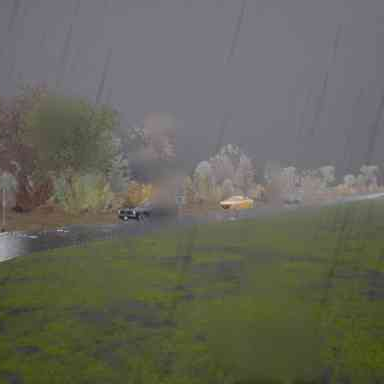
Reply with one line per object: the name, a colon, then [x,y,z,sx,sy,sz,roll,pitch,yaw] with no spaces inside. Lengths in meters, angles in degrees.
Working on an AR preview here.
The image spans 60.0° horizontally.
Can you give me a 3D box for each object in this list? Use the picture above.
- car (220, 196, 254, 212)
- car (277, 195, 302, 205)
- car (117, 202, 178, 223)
car: [4.745,1.191,34.959,1.882,1.535,5.008,0,1,36]
car: [14.071,1.117,47.688,2.033,1.411,5.357,0,1,37]
car: [-3.145,1.429,24.109,1.895,1.301,4.718,0,1,36]
